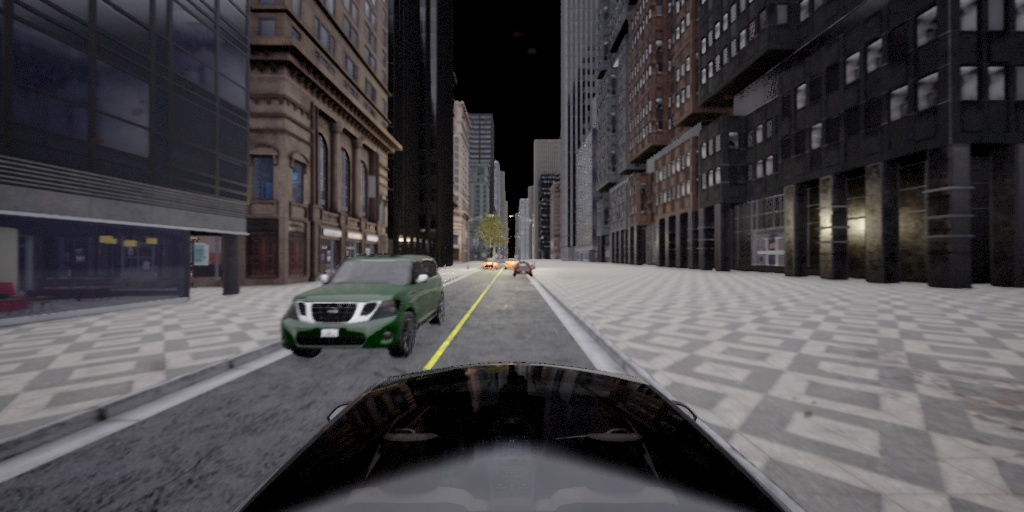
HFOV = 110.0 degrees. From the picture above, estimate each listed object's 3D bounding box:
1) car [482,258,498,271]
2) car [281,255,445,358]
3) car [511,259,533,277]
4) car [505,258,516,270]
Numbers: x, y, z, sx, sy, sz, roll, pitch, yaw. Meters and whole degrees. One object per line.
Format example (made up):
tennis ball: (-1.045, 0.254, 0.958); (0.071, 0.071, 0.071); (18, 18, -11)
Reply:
car: (-3.062, 1.122, 50.883); (2.097, 1.767, 4.553); (0, 0, 0)
car: (-3.102, 0.974, 8.855); (2.150, 2.045, 5.566); (0, 0, 0)
car: (1.050, 1.285, 35.100); (1.812, 1.442, 4.674); (0, 0, 0)
car: (0.000, 1.124, 53.518); (2.097, 1.767, 4.553); (0, 0, 0)
